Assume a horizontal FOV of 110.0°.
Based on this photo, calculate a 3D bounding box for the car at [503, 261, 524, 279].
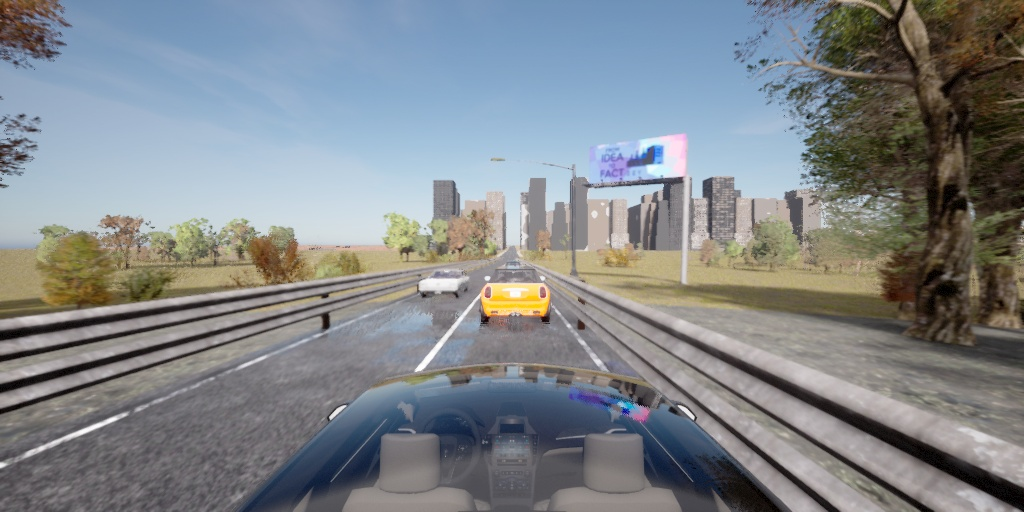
[{"bbox_3d":[0.102,1.251,34.100,1.837,1.490,4.892,0,0,0],"label":"car"}]

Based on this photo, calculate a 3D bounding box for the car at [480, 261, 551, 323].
[{"bbox_3d":[0.101,1.101,12.315,2.097,1.767,4.553,0,0,0],"label":"car"}]

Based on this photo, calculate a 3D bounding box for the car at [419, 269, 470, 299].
[{"bbox_3d":[-3.342,1.349,18.443,1.895,1.301,4.718,0,0,0],"label":"car"}]
